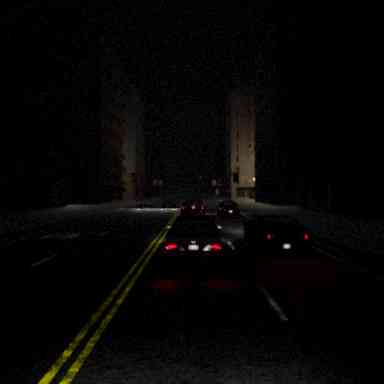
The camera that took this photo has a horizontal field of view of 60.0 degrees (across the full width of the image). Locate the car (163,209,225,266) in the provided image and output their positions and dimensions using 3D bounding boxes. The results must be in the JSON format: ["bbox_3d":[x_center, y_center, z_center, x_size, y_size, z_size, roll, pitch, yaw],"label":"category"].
[{"bbox_3d":[0.071,1.551,11.529,2.033,1.411,5.357,0,0,1],"label":"car"}]

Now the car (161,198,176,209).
[{"bbox_3d":[-3.234,1.541,46.948,1.812,1.442,4.674,0,0,0],"label":"car"}]

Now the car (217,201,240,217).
[{"bbox_3d":[3.402,1.535,31.294,1.812,1.442,4.674,0,0,0],"label":"car"}]

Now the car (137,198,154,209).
[{"bbox_3d":[-6.485,1.541,46.976,1.812,1.442,4.674,0,0,0],"label":"car"}]

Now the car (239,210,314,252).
[{"bbox_3d":[3.343,1.604,13.898,1.895,1.301,4.718,0,0,0],"label":"car"}]

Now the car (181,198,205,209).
[{"bbox_3d":[0.137,1.360,29.958,2.097,1.767,4.553,0,0,1],"label":"car"}]
